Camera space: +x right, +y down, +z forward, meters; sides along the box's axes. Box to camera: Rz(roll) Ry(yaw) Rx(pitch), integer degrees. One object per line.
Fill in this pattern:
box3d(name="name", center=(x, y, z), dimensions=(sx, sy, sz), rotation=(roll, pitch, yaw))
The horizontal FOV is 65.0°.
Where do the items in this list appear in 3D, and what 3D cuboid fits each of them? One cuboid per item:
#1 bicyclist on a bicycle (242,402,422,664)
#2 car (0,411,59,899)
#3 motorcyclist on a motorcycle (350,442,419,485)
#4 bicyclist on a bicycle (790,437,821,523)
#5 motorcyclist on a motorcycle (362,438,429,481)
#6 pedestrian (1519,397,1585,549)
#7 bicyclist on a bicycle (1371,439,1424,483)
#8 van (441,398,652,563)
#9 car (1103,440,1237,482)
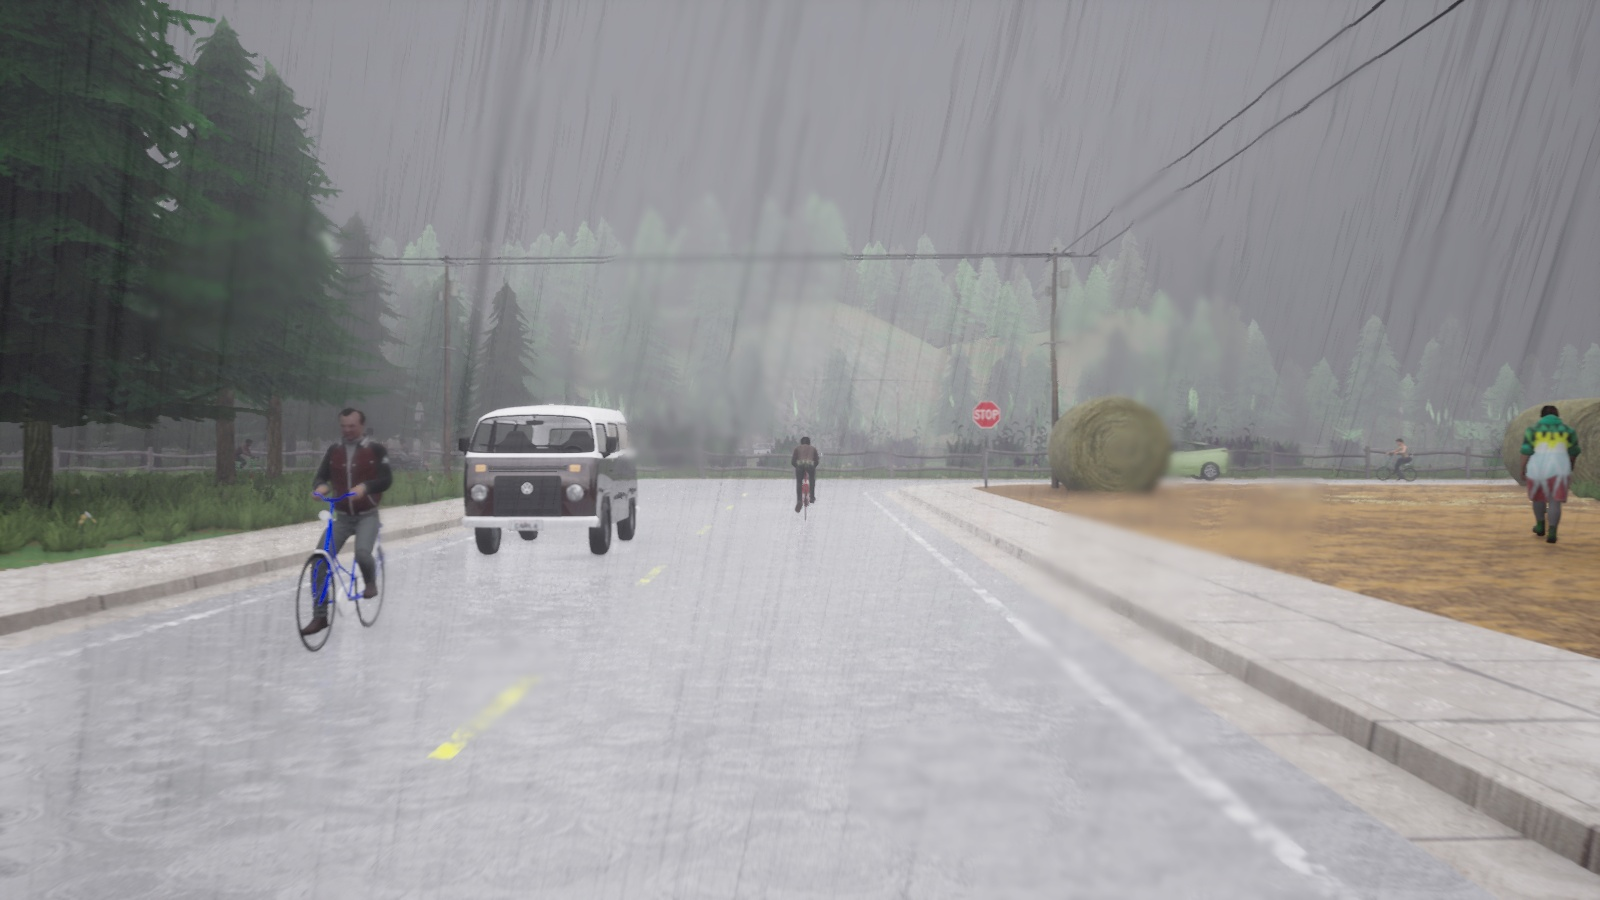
box3d(name="bicyclist on a bicycle", center=(-3.448, 0.561, 9.431), dimensions=(0.659, 1.776, 1.843), rotation=(0, 0, 0))
box3d(name="car", center=(-3.482, 0.673, 1.678), dimensions=(1.801, 1.575, 5.366), rotation=(0, 0, 0))
box3d(name="motorcyclist on a motorcycle", center=(-14.948, 0.480, 45.236), dimensions=(2.191, 1.530, 0.866), rotation=(0, 0, 3))
box3d(name="bicyclist on a bicycle", center=(0.115, 0.562, 24.451), dimensions=(0.582, 1.620, 1.656), rotation=(0, 0, 0))
box3d(name="motorcyclist on a motorcycle", center=(-15.714, 0.375, 48.780), dimensions=(2.350, 1.649, 0.766), rotation=(0, 0, 3))
box3d(name="pedestrian", center=(9.961, 0.295, 16.665), dimensions=(0.659, 1.952, 0.873), rotation=(0, 0, 25))
box3d(name="bicyclist on a bicycle", center=(22.252, 0.402, 46.769), dimensions=(1.509, 1.612, 0.866), rotation=(2, 0, 3))
box3d(name="van", center=(-3.413, 0.367, 17.829), dimensions=(2.069, 2.038, 4.480), rotation=(0, 0, 0))
box3d(name="car", center=(13.854, 0.404, 47.218), dimensions=(4.514, 1.525, 2.007), rotation=(0, 0, 3))
